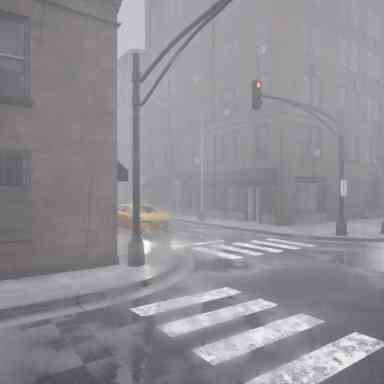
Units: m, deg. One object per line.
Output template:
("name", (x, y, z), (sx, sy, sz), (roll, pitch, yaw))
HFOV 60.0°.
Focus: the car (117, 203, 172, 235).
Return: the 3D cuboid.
("car", (-2.931, 1.383, 18.392), (1.882, 1.535, 5.008), (0, 0, -34))
